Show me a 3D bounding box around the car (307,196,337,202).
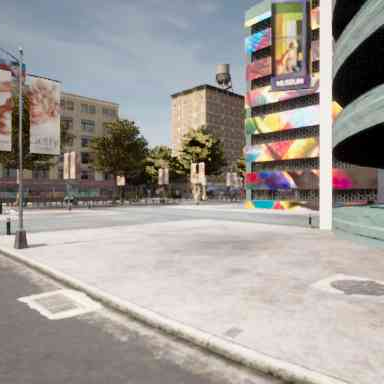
[{"bbox_3d":[14.988,1.319,39.729,4.674,1.452,2.002,0,0,-44],"label":"car"}]
